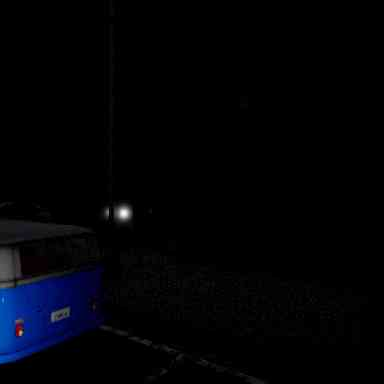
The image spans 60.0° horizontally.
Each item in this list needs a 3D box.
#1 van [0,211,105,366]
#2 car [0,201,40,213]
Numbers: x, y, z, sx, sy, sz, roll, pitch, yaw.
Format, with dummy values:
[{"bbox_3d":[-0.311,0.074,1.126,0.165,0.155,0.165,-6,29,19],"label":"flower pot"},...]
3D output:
[{"bbox_3d":[-3.196,1.341,5.357,3.998,1.788,1.690,0,0,36],"label":"van"},{"bbox_3d":[-15.406,1.517,28.504,1.812,1.442,4.674,0,0,33],"label":"car"}]
